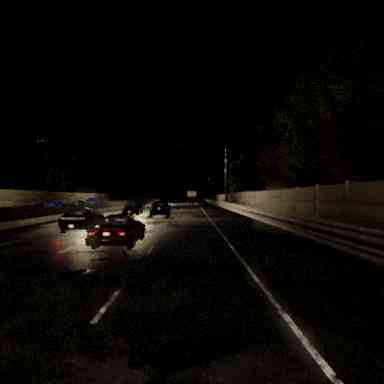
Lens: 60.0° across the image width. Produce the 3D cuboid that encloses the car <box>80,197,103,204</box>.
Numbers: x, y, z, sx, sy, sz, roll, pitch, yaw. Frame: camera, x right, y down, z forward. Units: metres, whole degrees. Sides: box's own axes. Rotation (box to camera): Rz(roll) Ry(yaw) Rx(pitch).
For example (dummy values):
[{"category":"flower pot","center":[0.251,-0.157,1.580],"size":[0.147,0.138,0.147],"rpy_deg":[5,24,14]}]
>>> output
[{"category":"car","center":[-17.523,1.991,59.448],"size":[2.150,2.045,5.566],"rpy_deg":[0,-1,1]}]

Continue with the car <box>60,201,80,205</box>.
[{"category":"car","center":[-21.010,2.315,59.325],"size":[2.033,1.411,5.357],"rpy_deg":[0,-1,0]}]

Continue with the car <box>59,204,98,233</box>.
[{"category":"car","center":[-6.899,1.761,21.423],"size":[2.128,1.511,4.902],"rpy_deg":[0,-1,0]}]

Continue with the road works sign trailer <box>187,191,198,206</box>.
[{"category":"road works sign trailer","center":[0.004,1.506,78.955],"size":[2.380,3.560,2.880],"rpy_deg":[0,-1,0]}]

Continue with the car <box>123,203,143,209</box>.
[{"category":"car","center":[-6.897,2.019,38.830],"size":[1.812,1.442,4.674],"rpy_deg":[0,-1,0]}]

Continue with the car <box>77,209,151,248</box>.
[{"category":"car","center":[-3.398,1.744,15.685],"size":[2.033,1.411,5.357],"rpy_deg":[0,-1,0]}]

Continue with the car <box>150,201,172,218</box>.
[{"category":"car","center":[-3.398,1.814,36.495],"size":[2.097,1.767,4.553],"rpy_deg":[0,-1,0]}]

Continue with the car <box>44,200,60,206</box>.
[{"category":"car","center":[-24.515,2.245,59.255],"size":[1.882,1.535,5.008],"rpy_deg":[0,-1,0]}]
